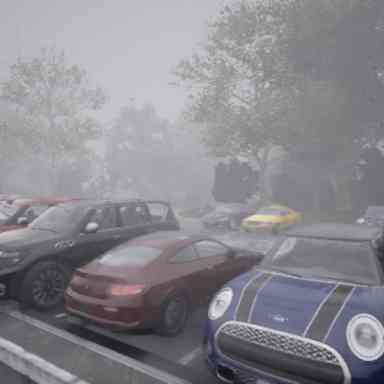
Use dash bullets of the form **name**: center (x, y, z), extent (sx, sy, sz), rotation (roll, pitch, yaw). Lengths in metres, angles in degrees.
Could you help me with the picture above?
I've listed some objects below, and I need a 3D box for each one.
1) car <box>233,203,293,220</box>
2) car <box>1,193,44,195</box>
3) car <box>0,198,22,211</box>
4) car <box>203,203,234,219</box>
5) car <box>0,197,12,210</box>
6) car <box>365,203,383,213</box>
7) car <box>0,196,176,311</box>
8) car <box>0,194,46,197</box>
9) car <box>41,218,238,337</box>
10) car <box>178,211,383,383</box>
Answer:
- **car**: center (4.630, 1.461, 19.068), extent (1.946, 1.575, 5.366), rotation (0, 0, 35)
- **car**: center (-18.100, 1.139, 35.418), extent (2.435, 2.045, 5.566), rotation (0, 0, 35)
- **car**: center (-22.625, 1.417, 38.666), extent (2.002, 1.452, 4.674), rotation (0, 0, 35)
- **car**: center (2.478, 1.458, 20.832), extent (2.231, 1.521, 4.892), rotation (0, 0, 35)
- **car**: center (-24.795, 1.374, 40.205), extent (2.097, 1.535, 5.008), rotation (0, 0, 35)
- **car**: center (9.280, 1.353, 16.028), extent (2.185, 1.767, 4.553), rotation (0, 0, 35)
- **car**: center (-2.532, 1.213, 8.304), extent (2.435, 2.045, 5.566), rotation (0, 0, 35)
- **car**: center (-4.817, 1.206, 9.928), extent (2.435, 2.045, 5.566), rotation (0, 0, 35)
- **car**: center (-0.233, 1.512, 6.701), extent (2.002, 1.452, 4.674), rotation (0, 0, 35)
- **car**: center (2.072, 1.354, 5.104), extent (2.185, 1.767, 4.553), rotation (0, 0, 35)
